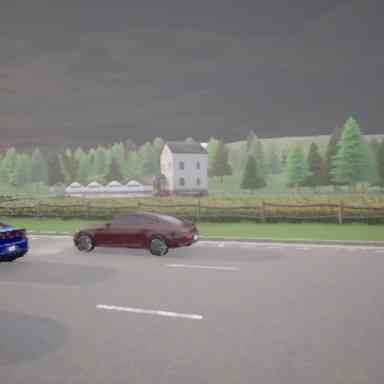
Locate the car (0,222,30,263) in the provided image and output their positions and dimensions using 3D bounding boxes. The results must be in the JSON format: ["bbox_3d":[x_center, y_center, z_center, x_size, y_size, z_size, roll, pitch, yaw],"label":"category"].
[{"bbox_3d":[-7.434,1.478,10.194,5.008,1.535,1.882,-1,1,18],"label":"car"}]

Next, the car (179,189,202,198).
[{"bbox_3d":[-0.336,0.320,68.449,4.605,1.855,1.932,-1,1,18],"label":"car"}]

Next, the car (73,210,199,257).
[{"bbox_3d":[-2.050,1.399,12.092,4.674,1.442,1.812,-1,1,18],"label":"car"}]
